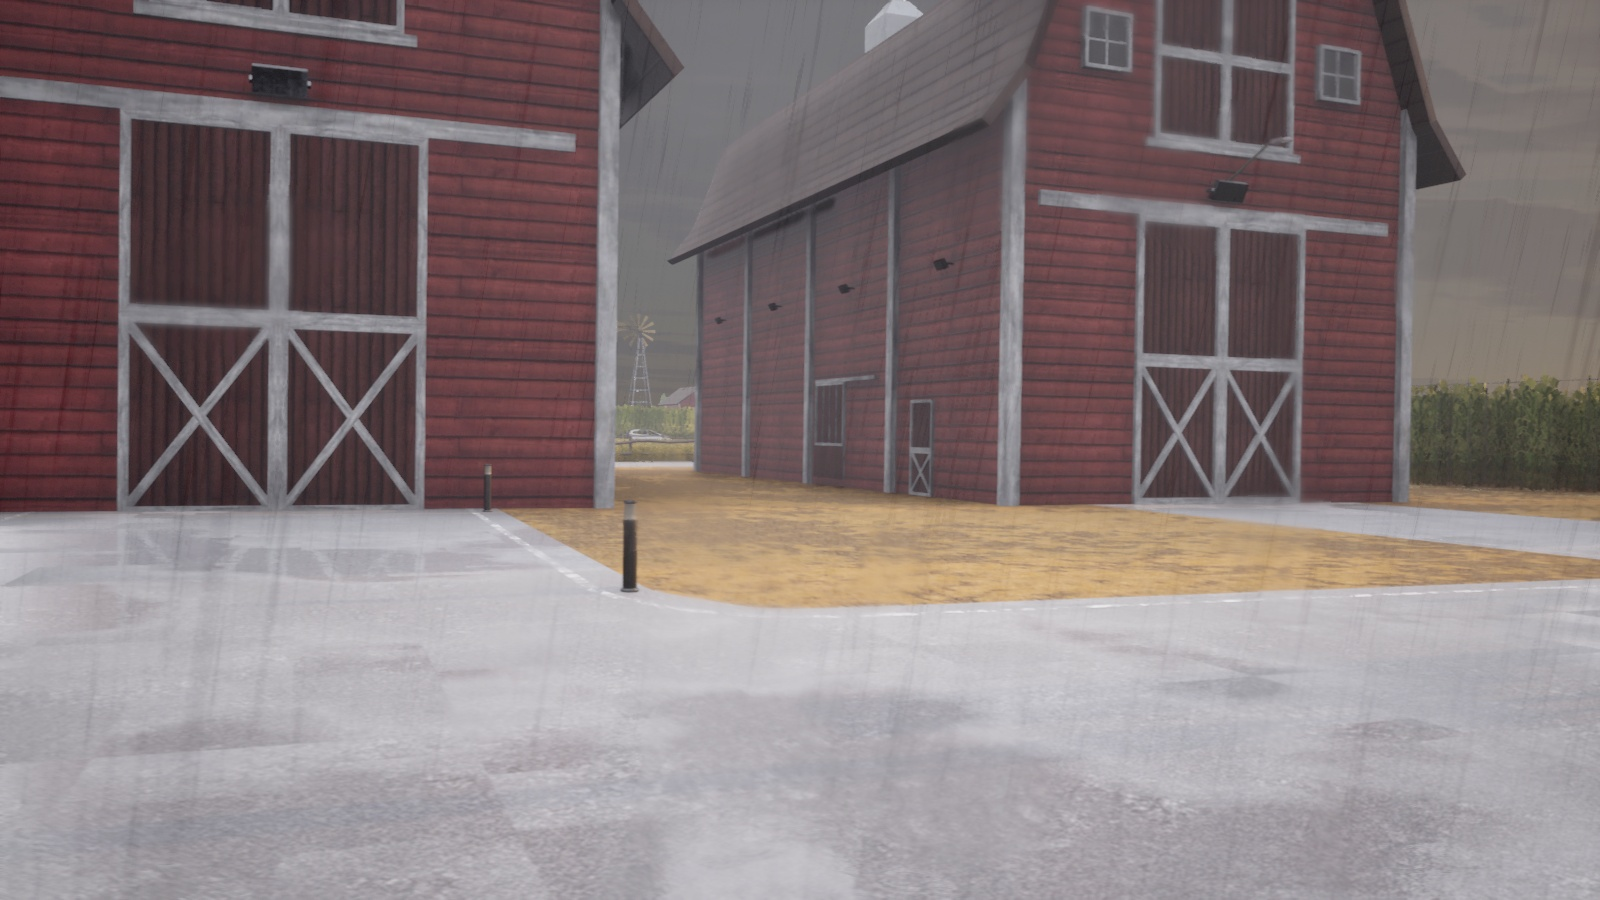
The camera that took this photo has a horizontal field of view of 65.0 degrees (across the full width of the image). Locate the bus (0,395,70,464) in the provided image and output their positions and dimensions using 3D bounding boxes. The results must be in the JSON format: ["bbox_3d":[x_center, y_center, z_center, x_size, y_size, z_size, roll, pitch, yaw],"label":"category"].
[{"bbox_3d":[-52.221,-1.263,79.153,10.273,4.253,3.944,-1,1,-22],"label":"bus"}]
